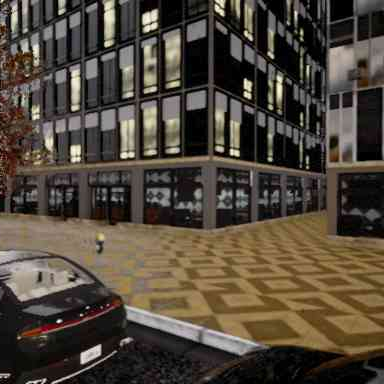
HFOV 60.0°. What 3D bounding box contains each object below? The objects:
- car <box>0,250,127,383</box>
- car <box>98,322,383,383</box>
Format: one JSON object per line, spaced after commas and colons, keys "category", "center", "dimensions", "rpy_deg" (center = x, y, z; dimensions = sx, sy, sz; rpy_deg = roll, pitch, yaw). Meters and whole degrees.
{"category": "car", "center": [-2.888, 1.547, 4.929], "dimensions": [4.403, 1.369, 2.008], "rpy_deg": [0, 0, 35]}
{"category": "car", "center": [1.747, 1.567, 1.625], "dimensions": [4.313, 1.339, 1.947], "rpy_deg": [0, 0, 35]}
